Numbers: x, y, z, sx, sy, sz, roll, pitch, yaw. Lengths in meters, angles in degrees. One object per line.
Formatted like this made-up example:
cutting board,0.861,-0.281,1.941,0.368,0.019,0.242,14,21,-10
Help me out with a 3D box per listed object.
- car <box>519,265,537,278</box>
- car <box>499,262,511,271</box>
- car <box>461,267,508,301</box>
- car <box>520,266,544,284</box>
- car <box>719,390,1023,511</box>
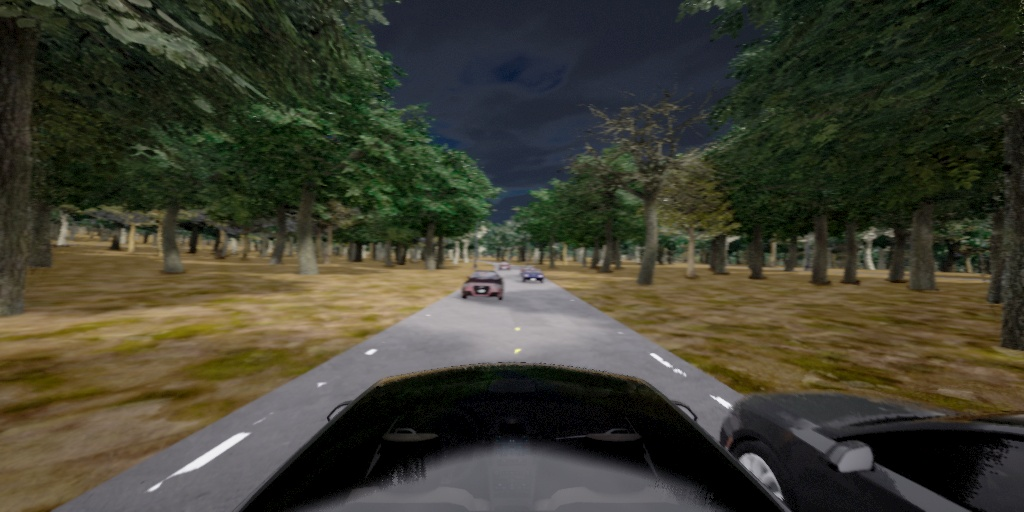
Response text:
car,1.883,1.821,43.787,1.895,1.301,4.718,2,0,0
car,-1.244,1.731,60.397,1.812,1.442,4.674,2,0,0
car,-1.393,1.441,18.478,1.994,1.385,4.181,2,-1,0
car,1.846,1.739,32.859,1.895,1.301,4.718,2,0,0
car,2.693,1.358,1.122,1.837,1.490,4.892,2,-1,0
